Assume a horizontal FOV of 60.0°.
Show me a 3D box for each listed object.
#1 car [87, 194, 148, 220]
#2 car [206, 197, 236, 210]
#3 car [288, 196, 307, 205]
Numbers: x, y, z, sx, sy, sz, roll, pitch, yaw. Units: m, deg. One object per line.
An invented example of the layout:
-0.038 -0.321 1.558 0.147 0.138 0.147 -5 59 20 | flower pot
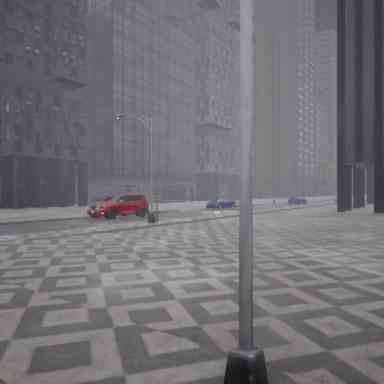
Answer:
-6.121 1.192 28.142 2.150 2.045 5.566 0 0 36 | car
3.613 1.426 41.424 1.882 1.535 5.008 0 0 36 | car
17.568 1.401 55.129 1.882 1.535 5.008 0 0 36 | car
